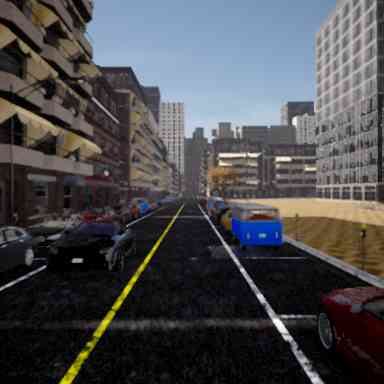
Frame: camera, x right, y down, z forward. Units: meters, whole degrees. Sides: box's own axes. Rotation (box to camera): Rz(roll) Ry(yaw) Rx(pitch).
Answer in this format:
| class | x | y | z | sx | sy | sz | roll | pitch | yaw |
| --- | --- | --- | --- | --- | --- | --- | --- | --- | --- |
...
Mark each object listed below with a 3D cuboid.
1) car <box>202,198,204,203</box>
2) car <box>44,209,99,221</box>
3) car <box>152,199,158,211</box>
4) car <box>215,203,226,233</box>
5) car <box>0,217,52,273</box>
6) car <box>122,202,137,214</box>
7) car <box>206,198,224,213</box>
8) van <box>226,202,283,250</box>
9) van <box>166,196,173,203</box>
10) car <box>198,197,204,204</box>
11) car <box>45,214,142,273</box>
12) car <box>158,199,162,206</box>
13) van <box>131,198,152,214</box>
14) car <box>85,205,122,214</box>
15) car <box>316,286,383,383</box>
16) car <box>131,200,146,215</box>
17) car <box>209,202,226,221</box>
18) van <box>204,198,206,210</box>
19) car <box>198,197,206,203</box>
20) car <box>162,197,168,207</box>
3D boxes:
| class | x | y | z | sx | sy | sz | roll | pitch | yaw |
| --- | --- | --- | --- | --- | --- | --- | --- | --- | --- |
| car | 2.575 | 1.747 | 42.164 | 1.752 | 1.417 | 4.829 | -1 | 0 | 0 |
| car | -5.729 | 1.633 | 14.340 | 2.008 | 1.369 | 4.403 | 0 | 0 | 0 |
| car | -5.804 | 1.817 | 41.972 | 1.802 | 1.307 | 4.206 | -1 | 0 | 0 |
| car | 2.636 | 1.623 | 20.058 | 1.752 | 1.417 | 4.829 | 0 | 0 | 0 |
| car | -5.713 | 1.605 | 8.813 | 2.008 | 1.369 | 4.403 | 0 | 0 | 0 |
| car | -5.759 | 1.707 | 25.392 | 1.947 | 1.339 | 4.313 | 0 | 0 | 0 |
| car | 2.605 | 1.597 | 30.942 | 1.967 | 1.590 | 4.097 | -1 | 0 | 0 |
| van | 2.650 | 1.409 | 14.363 | 1.690 | 1.788 | 3.998 | 0 | 0 | 0 |
| van | -5.927 | 1.852 | 86.185 | 1.690 | 1.788 | 3.998 | -1 | 0 | 0 |
| car | 2.485 | 1.968 | 75.154 | 1.887 | 1.381 | 4.507 | -1 | 0 | 0 |
| car | -3.021 | 1.623 | 10.775 | 1.994 | 1.385 | 4.181 | 0 | 0 | 0 |
| car | -5.820 | 1.849 | 47.498 | 1.802 | 1.307 | 4.206 | -1 | 0 | 0 |
| van | -5.791 | 1.544 | 36.447 | 1.690 | 1.788 | 3.998 | -1 | 0 | 0 |
| car | -5.745 | 1.551 | 19.866 | 1.967 | 1.590 | 4.097 | 0 | 0 | 0 |
| car | 2.681 | 1.594 | 3.309 | 1.802 | 1.307 | 4.206 | 0 | 0 | 0 |
| car | -5.774 | 1.717 | 30.919 | 1.887 | 1.381 | 4.507 | 0 | 0 | 0 |
| car | 2.621 | 1.692 | 25.415 | 1.947 | 1.339 | 4.313 | -1 | 0 | 0 |
| van | 2.589 | 1.530 | 36.470 | 1.690 | 1.788 | 3.998 | -1 | 0 | 0 |
| car | 2.455 | 2.041 | 86.205 | 1.887 | 1.381 | 4.507 | -1 | 0 | 0 |
| car | -5.850 | 1.899 | 58.551 | 1.947 | 1.339 | 4.313 | -1 | 0 | 0 |
